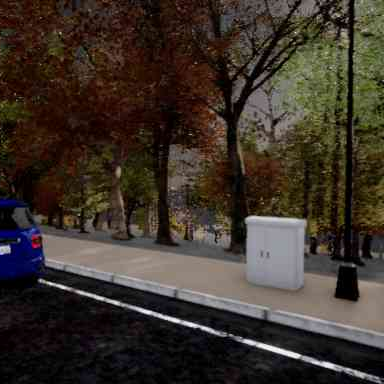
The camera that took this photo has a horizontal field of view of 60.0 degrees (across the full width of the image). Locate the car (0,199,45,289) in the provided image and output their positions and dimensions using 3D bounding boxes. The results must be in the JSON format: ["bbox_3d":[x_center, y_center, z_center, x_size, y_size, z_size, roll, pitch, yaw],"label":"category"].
[{"bbox_3d":[-5.709,1.163,7.761,5.566,2.045,2.150,0,0,36],"label":"car"}]
